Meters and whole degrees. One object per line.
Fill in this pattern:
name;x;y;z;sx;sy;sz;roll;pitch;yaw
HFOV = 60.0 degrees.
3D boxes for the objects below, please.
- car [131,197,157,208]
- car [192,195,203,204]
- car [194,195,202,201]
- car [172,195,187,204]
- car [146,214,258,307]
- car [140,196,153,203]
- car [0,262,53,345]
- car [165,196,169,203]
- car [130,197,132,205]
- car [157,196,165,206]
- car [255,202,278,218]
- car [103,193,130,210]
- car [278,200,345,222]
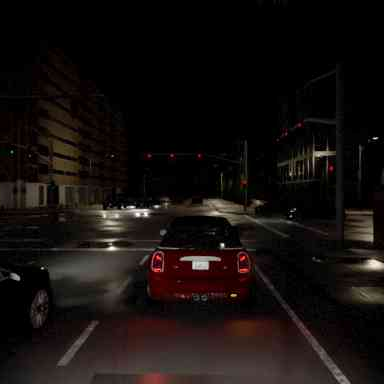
car;-6.593;1.491;46.582;2.128;1.511;4.902;0;0;1
car;1.029;1.477;62.523;1.882;1.535;5.008;0;0;2
car;1.573;1.525;83.918;2.128;1.511;4.902;0;0;2
car;-2.517;1.491;61.000;2.128;1.511;4.902;0;0;2
car;0.223;1.352;8.161;2.097;1.767;4.553;0;0;2
car;-9.403;1.601;68.379;1.895;1.301;4.718;0;0;2
car;-3.394;1.492;3.933;2.128;1.511;4.902;0;0;1
car;-5.883;1.525;69.045;1.812;1.442;4.674;0;0;2
car;-9.926;1.564;53.602;1.994;1.385;4.181;0;0;2
car;-6.332;1.547;56.590;2.033;1.411;5.357;0;0;2
car;8.342;1.533;30.571;5.008;1.535;1.882;0;0;7
car;-10.149;1.221;44.159;2.150;2.045;5.566;0;0;1
car;9.610;1.407;26.446;4.553;1.767;2.097;0;0;-3
